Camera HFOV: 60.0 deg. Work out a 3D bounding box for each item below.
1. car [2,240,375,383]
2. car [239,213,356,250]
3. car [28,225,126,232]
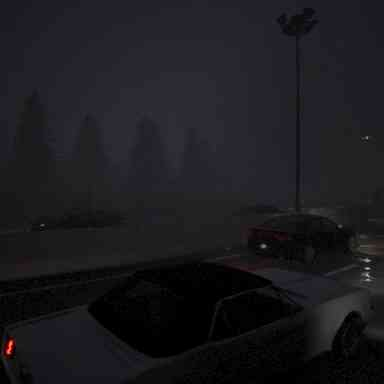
[{"bbox_3d":[0.390,1.614,4.243,4.718,1.301,1.895,0,0,-37],"label":"car"},{"bbox_3d":[4.049,1.512,11.835,5.008,1.535,1.882,0,0,-41],"label":"car"},{"bbox_3d":[-5.886,1.550,17.398,4.902,1.511,2.128,0,0,-40],"label":"car"}]
